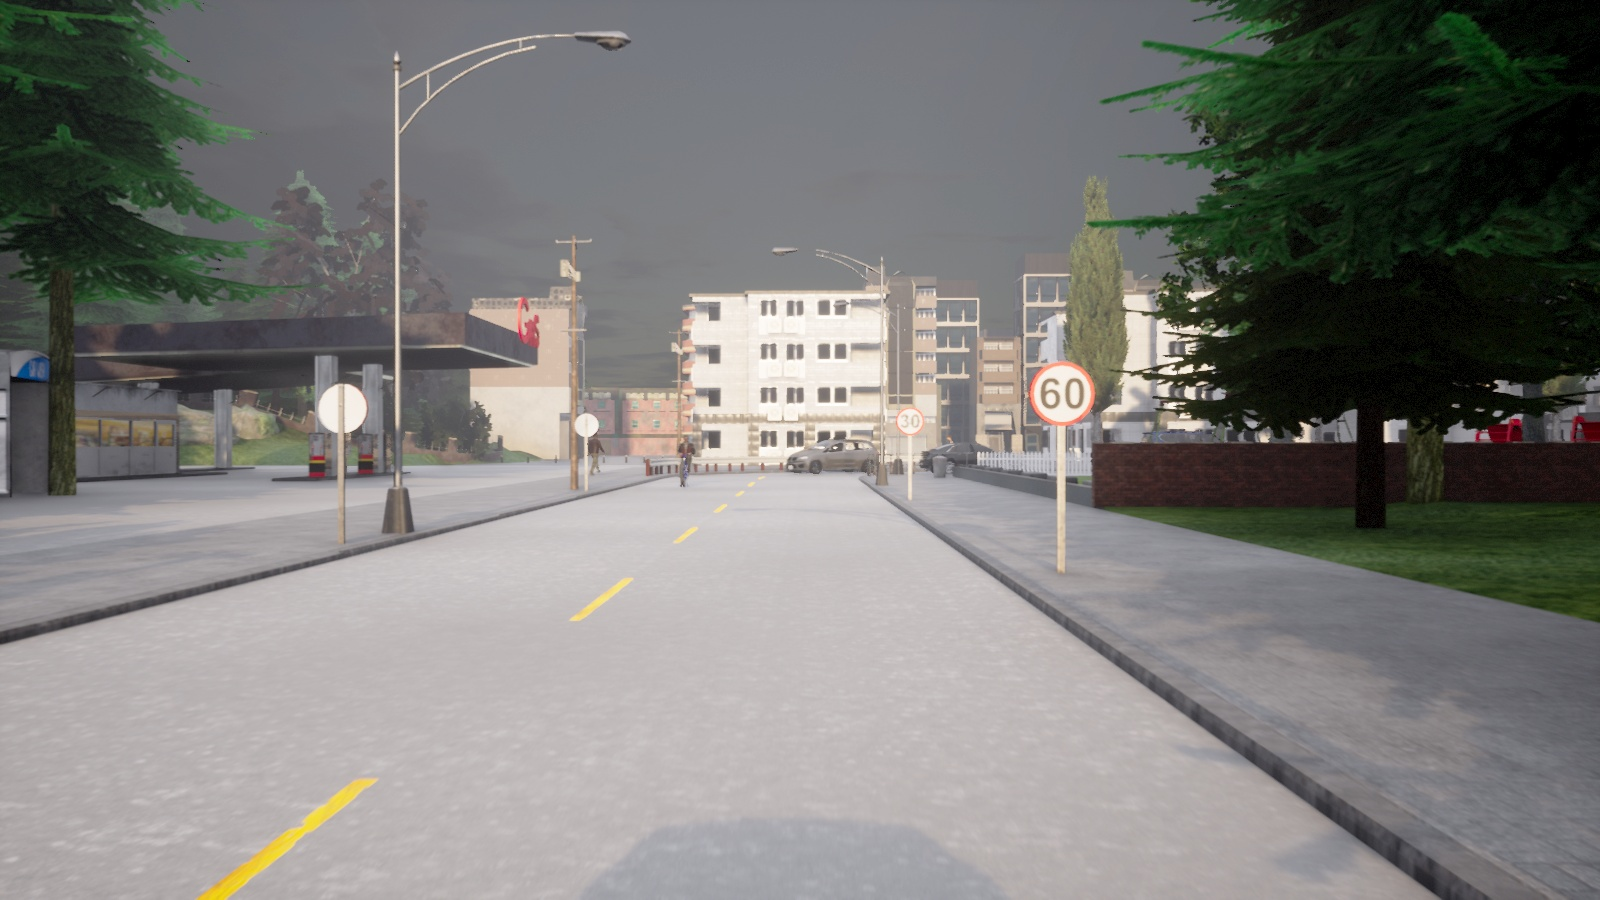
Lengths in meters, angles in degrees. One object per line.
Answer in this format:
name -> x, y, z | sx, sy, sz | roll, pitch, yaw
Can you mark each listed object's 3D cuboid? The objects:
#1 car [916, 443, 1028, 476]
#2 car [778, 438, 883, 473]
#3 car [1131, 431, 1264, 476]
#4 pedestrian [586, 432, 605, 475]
car -> 8.089, 0.426, 59.086 | 4.892, 1.490, 1.837 | 0, 0, -13
car -> 1.486, 0.250, 60.958 | 4.611, 1.667, 2.242 | 0, 0, -29
car -> 18.681, 0.145, 59.216 | 5.566, 2.045, 2.150 | 0, 0, 1
pedestrian -> -8.723, 0.146, 53.572 | 0.431, 1.840, 0.703 | 0, 0, 30
